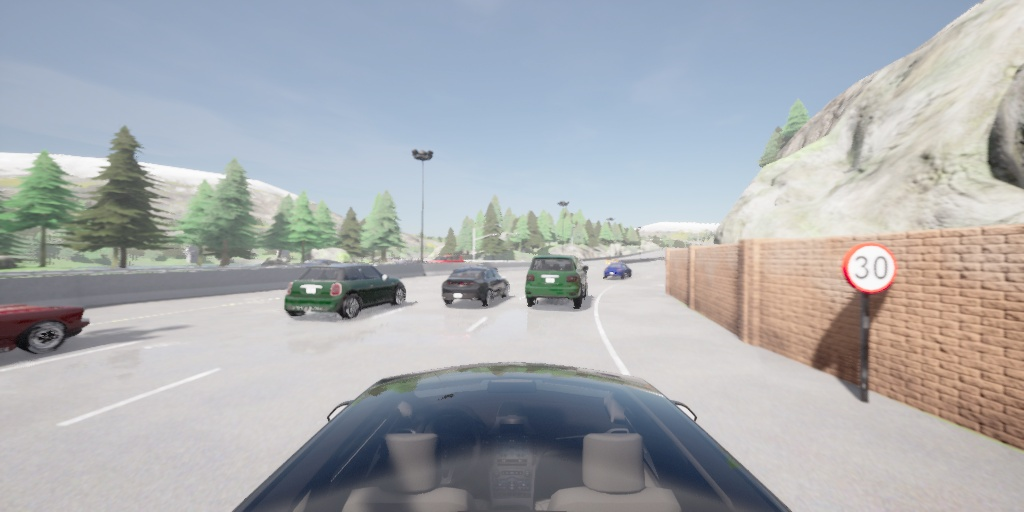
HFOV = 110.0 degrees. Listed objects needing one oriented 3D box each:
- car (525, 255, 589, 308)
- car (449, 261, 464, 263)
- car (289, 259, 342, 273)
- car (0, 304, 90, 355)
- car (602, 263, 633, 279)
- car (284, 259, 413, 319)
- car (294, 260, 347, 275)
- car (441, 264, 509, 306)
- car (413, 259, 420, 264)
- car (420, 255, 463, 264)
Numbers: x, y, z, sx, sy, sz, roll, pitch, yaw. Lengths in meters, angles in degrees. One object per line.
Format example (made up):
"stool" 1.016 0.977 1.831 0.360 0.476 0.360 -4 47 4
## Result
"car" 2.056 0.986 15.620 2.150 2.045 5.566 0 0 15
"car" -3.143 1.325 31.326 1.895 1.301 4.718 0 0 26
"car" -22.119 1.071 40.576 2.128 1.511 4.902 0 0 26
"car" -10.151 1.274 5.589 1.895 1.301 4.718 0 0 4
"car" 9.795 1.348 33.148 1.812 1.442 4.674 0 0 30
"car" -5.629 1.059 12.785 2.097 1.767 4.553 0 0 10
"car" -19.805 1.123 37.289 1.812 1.442 4.674 0 0 25
"car" -1.462 1.242 15.724 1.837 1.490 4.892 0 0 13
"car" -12.787 1.143 43.411 2.128 1.511 4.902 0 0 30
"car" -8.205 0.909 44.338 2.150 2.045 5.566 0 0 31
